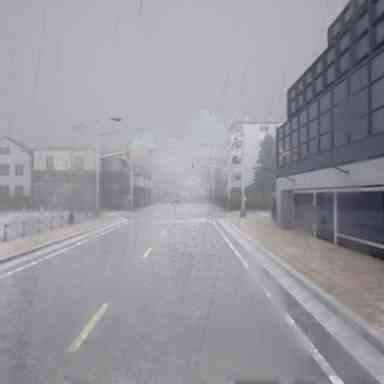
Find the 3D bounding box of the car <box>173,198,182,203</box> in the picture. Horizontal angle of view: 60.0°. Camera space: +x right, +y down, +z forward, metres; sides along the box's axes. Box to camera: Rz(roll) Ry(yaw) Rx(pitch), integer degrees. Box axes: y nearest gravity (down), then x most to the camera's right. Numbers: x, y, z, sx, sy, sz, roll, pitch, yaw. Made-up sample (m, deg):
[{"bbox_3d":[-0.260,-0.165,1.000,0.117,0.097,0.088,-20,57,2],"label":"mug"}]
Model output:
[{"bbox_3d":[-3.484,2.045,79.049,1.882,1.535,5.008,0,-1,0],"label":"car"}]
